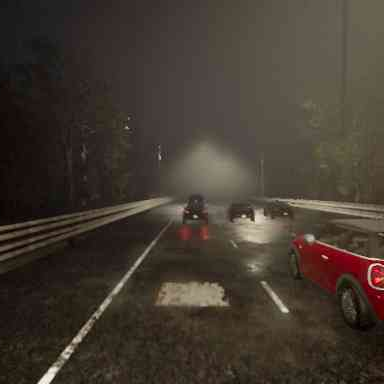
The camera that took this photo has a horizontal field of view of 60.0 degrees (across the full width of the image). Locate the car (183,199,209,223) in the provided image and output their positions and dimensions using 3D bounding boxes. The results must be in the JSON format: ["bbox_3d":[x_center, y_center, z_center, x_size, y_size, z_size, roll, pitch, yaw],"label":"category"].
[{"bbox_3d":[0.275,1.524,25.160,1.812,1.442,4.674,0,0,1],"label":"car"}]

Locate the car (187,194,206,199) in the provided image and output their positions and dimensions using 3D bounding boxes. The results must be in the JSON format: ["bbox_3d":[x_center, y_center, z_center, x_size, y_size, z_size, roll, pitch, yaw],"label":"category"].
[{"bbox_3d":[0.561,1.215,42.957,2.150,2.045,5.566,0,0,1],"label":"car"}]

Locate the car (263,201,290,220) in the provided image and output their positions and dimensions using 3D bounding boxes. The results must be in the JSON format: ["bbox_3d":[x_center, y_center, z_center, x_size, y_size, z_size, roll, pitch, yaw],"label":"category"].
[{"bbox_3d":[7.295,1.524,28.141,1.812,1.442,4.674,0,0,1],"label":"car"}]

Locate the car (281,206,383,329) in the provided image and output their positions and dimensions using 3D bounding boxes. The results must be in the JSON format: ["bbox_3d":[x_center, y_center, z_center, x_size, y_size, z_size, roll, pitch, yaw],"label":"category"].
[{"bbox_3d":[3.623,1.352,7.091,2.097,1.767,4.553,0,0,0],"label":"car"}]

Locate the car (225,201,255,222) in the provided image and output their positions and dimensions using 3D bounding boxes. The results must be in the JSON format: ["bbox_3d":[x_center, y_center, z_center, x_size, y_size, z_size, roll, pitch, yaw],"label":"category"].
[{"bbox_3d":[3.787,1.503,26.552,1.837,1.490,4.892,0,0,1],"label":"car"}]
